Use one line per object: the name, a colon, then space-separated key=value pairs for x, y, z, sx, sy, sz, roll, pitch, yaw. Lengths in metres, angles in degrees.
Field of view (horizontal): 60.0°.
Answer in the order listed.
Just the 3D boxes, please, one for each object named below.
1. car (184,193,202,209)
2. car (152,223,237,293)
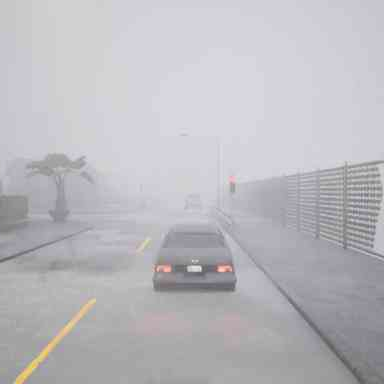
car: x=0.146 y=1.210 z=44.990 sx=2.150 sy=2.045 sz=5.566 roll=0 pitch=0 yaw=0
car: x=0.072 y=1.545 z=8.996 sx=2.033 sy=1.411 sz=5.357 roll=0 pitch=0 yaw=1
